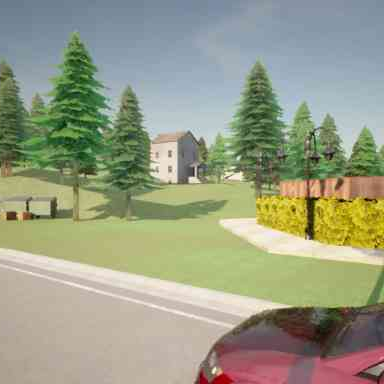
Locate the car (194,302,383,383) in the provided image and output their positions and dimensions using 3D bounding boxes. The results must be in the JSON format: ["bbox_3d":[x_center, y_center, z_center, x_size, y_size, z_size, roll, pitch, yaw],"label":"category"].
[{"bbox_3d":[2.060,1.564,2.513,4.181,1.385,1.994,0,0,36],"label":"car"}]
